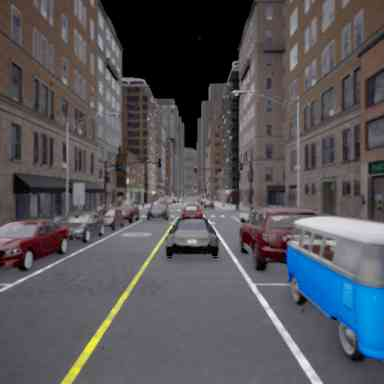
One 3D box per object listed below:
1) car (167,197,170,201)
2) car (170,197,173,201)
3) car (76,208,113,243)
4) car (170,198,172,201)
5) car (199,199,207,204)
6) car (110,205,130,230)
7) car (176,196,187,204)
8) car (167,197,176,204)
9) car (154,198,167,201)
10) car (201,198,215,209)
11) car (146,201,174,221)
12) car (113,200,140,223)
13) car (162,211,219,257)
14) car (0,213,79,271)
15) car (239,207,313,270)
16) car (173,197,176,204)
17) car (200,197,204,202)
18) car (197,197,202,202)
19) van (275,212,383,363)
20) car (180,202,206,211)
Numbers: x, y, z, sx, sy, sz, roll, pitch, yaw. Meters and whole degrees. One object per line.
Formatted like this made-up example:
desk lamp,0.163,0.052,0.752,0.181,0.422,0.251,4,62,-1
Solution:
car,-5.681,1.945,60.642,2.192,1.841,5.009,-1,-1,0
car,-5.680,2.280,71.598,1.752,1.417,4.829,-1,-1,0
car,-5.676,1.716,16.911,2.008,1.369,4.403,-1,-1,0
car,-5.679,2.238,66.204,1.887,1.381,4.507,-1,-1,0
car,2.845,2.501,88.481,1.887,1.381,4.507,-1,-1,0
car,-5.676,1.803,22.493,1.802,1.307,4.206,-1,-1,0
car,-3.003,2.412,87.378,2.128,1.511,4.902,0,-1,0
car,-5.684,2.338,94.029,2.192,1.841,5.009,-1,-1,0
car,-5.678,2.149,55.074,1.802,1.307,4.206,-1,-1,0
car,2.847,2.150,55.102,1.802,1.307,4.206,-1,-1,0
car,-3.019,1.812,30.567,1.837,1.490,4.892,0,-1,0
car,-5.679,1.593,28.078,2.192,1.841,5.009,-1,-1,0
car,0.023,1.696,13.497,1.994,1.385,4.181,0,0,1
car,-5.676,1.655,11.329,1.887,1.381,4.507,-1,-1,0
car,2.847,1.426,11.354,2.192,1.841,5.009,-1,-1,0
car,-5.680,2.439,82.896,2.008,1.369,4.403,-1,-1,0
car,2.846,2.158,60.836,1.752,1.417,4.829,-1,-1,0
car,2.846,2.368,77.354,1.887,1.381,4.507,-1,-1,0
van,2.847,1.398,5.769,1.690,1.788,3.998,-1,-1,0
car,0.019,1.807,28.329,1.812,1.442,4.674,0,-1,0
